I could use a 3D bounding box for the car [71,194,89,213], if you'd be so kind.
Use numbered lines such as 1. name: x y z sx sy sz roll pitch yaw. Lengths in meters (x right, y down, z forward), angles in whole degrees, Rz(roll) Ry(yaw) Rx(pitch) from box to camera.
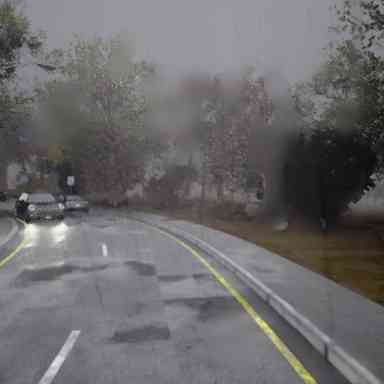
1. car: -9.325 0.849 24.935 1.994 1.385 4.181 -1 2 -40

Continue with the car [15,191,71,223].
1. car: -9.266 0.779 20.202 2.097 1.767 4.553 -1 2 -37

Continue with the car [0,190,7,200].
1. car: -21.980 0.188 35.912 4.181 1.385 1.994 3 2 31
